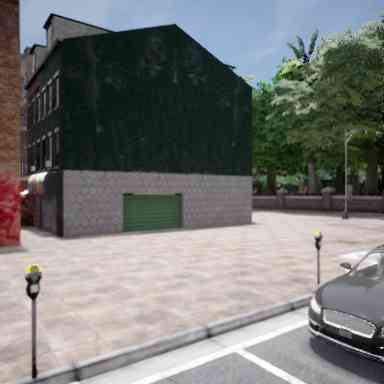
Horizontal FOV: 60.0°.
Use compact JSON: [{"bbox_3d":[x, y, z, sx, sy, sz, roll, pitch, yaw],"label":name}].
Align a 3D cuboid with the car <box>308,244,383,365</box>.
[{"bbox_3d":[3.715,1.544,5.460,4.403,1.369,2.008,0,0,-35],"label":"car"}]
